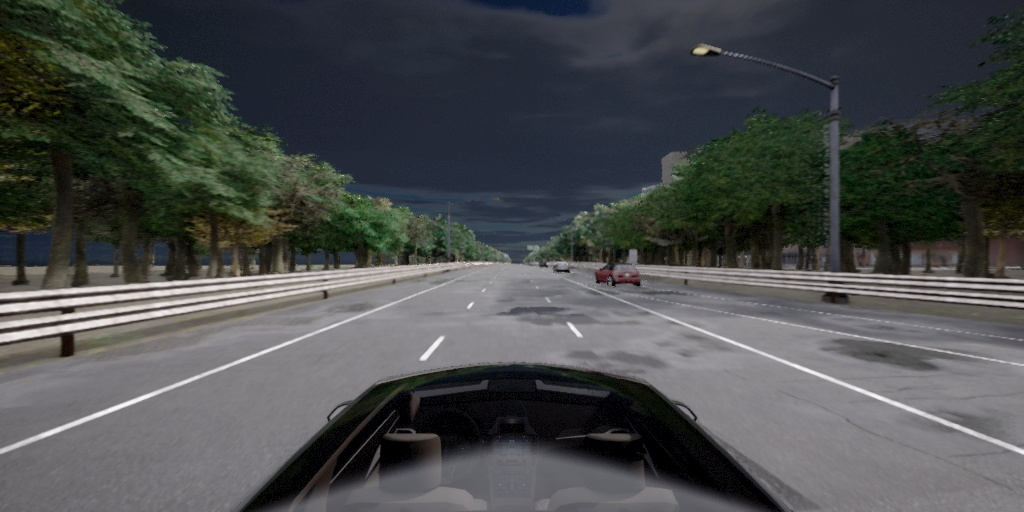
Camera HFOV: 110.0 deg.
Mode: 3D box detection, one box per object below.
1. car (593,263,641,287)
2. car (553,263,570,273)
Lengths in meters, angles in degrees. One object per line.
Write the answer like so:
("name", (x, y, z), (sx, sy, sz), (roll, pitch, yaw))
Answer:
("car", (7.605, 1.295, 26.384), (2.097, 1.767, 4.553), (0, 0, -6))
("car", (6.969, 1.687, 51.122), (1.994, 1.385, 4.181), (0, 0, 0))
